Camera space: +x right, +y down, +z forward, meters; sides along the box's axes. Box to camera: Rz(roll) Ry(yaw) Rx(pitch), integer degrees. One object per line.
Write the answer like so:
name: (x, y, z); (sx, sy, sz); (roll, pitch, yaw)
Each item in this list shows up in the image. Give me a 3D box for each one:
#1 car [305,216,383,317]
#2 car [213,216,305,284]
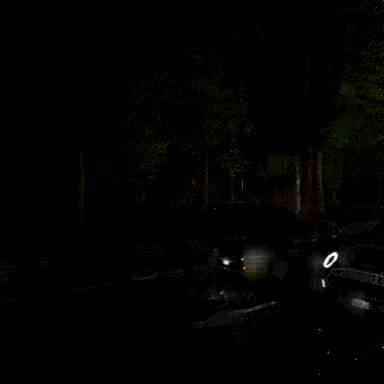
car: (4.748, 1.350, 7.073); (4.553, 1.767, 2.097); (0, 0, -35)
car: (2.828, 1.503, 9.695); (4.892, 1.490, 1.837); (0, 0, -35)
